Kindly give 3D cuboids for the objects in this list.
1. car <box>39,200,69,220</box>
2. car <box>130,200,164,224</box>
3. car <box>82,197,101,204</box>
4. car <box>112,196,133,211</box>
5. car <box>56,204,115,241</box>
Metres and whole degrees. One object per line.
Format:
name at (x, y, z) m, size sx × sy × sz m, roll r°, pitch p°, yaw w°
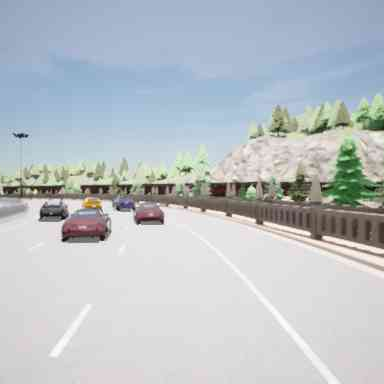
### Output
car at (-11.302, 1.434, 27.404) m, size 2.128 × 1.511 × 4.902 m, roll 0°, pitch 0°, yaw -16°
car at (-3.213, 1.473, 24.290) m, size 1.994 × 1.385 × 4.181 m, roll 0°, pitch 0°, yaw -13°
car at (-11.766, 1.375, 38.850) m, size 1.882 × 1.535 × 5.008 m, roll 0°, pitch 0°, yaw -23°
car at (-8.106, 1.223, 39.131) m, size 2.097 × 1.767 × 4.553 m, roll -1°, pitch 0°, yaw -21°
car at (-5.145, 1.514, 16.610) m, size 1.994 × 1.385 × 4.181 m, roll 0°, pitch 0°, yaw -10°
